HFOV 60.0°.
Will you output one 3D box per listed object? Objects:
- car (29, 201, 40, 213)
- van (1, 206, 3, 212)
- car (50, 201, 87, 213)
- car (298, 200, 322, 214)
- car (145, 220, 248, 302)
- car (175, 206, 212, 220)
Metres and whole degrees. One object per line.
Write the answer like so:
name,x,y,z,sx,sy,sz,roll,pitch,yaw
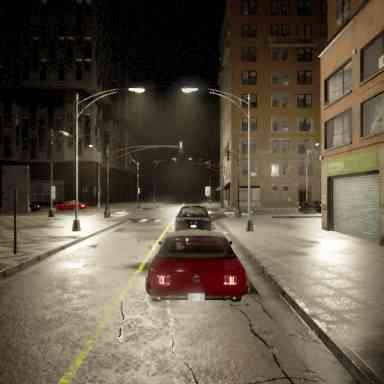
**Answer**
car,-20.191,1.742,39.243,4.313,1.339,1.947,0,0,0
van,-20.176,1.438,30.719,3.998,1.788,1.690,0,0,0
car,-14.542,1.718,39.248,4.206,1.307,1.802,0,0,0
car,12.049,1.428,30.746,4.313,1.339,1.947,0,0,0
car,0.084,1.604,8.205,1.895,1.301,4.718,0,0,0
car,0.064,1.482,18.354,1.882,1.535,5.008,0,0,0
